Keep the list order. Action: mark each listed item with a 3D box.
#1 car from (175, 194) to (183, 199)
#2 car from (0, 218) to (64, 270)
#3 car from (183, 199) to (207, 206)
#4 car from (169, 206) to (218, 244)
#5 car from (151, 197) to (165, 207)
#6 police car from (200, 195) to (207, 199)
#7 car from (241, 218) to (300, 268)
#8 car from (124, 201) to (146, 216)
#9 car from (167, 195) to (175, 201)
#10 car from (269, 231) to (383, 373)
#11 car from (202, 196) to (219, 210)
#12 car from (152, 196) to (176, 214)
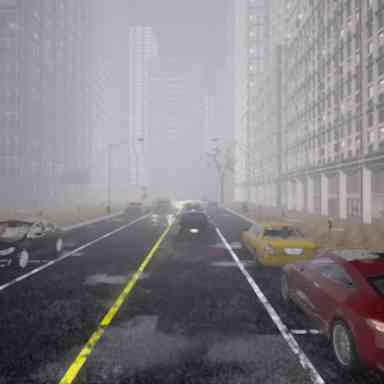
[{"bbox_3d":[-2.992,1.302,77.759,1.812,1.442,4.674,0,0,0],"label":"car"},{"bbox_3d":[-5.681,1.572,10.992,2.008,1.369,4.403,1,0,0],"label":"car"},{"bbox_3d":[0.097,1.621,31.367,1.994,1.385,4.181,0,0,0],"label":"car"},{"bbox_3d":[0.095,1.594,15.957,1.994,1.385,4.181,0,0,0],"label":"car"},{"bbox_3d":[-5.676,1.622,55.965,1.752,1.417,4.829,1,0,0],"label":"car"},{"bbox_3d":[3.008,1.557,80.432,1.930,1.638,5.238,0,0,0],"label":"police car"},{"bbox_3d":[2.700,1.547,11.180,1.752,1.417,4.829,1,0,0],"label":"car"},{"bbox_3d":[-5.679,1.606,33.563,1.887,1.381,4.507,1,0,0],"label":"car"},{"bbox_3d":[-5.672,1.584,89.991,1.967,1.590,4.097,1,0,0],"label":"car"},{"bbox_3d":[2.698,1.593,5.369,1.802,1.307,4.206,1,0,0],"label":"car"},{"bbox_3d":[2.703,1.630,44.859,2.008,1.369,4.403,1,0,0],"label":"car"},{"bbox_3d":[-3.093,1.544,36.611,1.882,1.535,5.008,0,0,0],"label":"car"}]
